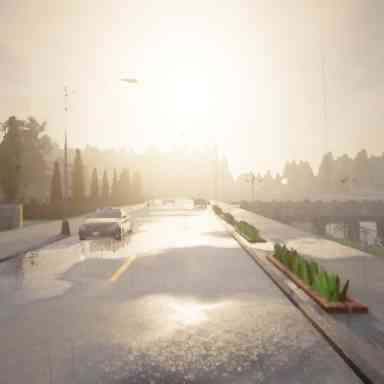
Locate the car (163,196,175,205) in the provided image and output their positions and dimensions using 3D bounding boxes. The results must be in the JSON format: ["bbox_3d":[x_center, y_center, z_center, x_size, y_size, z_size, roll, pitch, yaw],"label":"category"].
[{"bbox_3d":[-4.041,1.445,58.243,1.812,1.442,4.674,0,0,1],"label":"car"}]

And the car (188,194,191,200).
[{"bbox_3d":[-0.003,1.318,83.214,1.994,1.385,4.181,0,0,0],"label":"car"}]

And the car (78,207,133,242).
[{"bbox_3d":[-4.100,1.503,16.491,1.812,1.442,4.674,0,0,0],"label":"car"}]

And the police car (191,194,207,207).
[{"bbox_3d":[1.158,1.332,49.968,1.930,1.638,5.238,-2,-1,0],"label":"police car"}]

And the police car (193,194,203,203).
[{"bbox_3d":[1.143,1.284,65.952,1.930,1.638,5.238,-4,0,0],"label":"police car"}]
